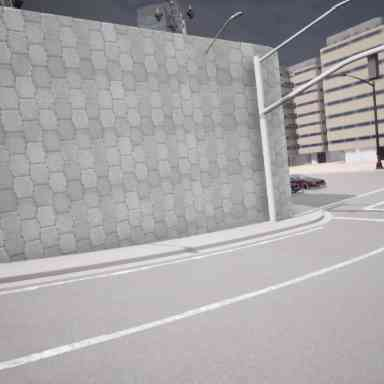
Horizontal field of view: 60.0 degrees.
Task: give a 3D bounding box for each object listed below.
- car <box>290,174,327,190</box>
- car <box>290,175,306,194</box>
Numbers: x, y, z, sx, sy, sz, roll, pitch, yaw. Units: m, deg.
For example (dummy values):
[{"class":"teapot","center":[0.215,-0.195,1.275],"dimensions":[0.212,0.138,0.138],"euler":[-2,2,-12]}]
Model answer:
[{"class":"car","center":[9.541,-0.945,30.712],"dimensions":[2.033,1.411,5.357],"euler":[-10,6,-35]},{"class":"car","center":[6.906,-0.375,28.453],"dimensions":[1.895,1.301,4.718],"euler":[-10,6,-35]}]
